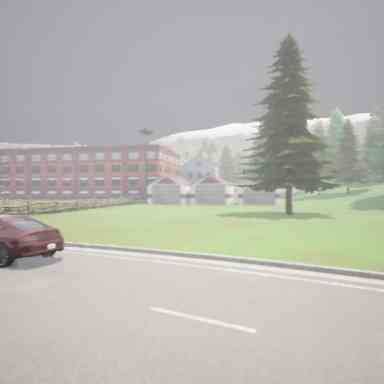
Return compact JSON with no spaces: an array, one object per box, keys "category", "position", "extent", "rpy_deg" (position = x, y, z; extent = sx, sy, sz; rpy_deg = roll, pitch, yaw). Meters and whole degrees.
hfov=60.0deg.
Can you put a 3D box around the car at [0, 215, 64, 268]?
[{"category":"car","position":[-6.395,1.491,11.013],"extent":[4.674,1.442,1.812],"rpy_deg":[0,0,23]}]
